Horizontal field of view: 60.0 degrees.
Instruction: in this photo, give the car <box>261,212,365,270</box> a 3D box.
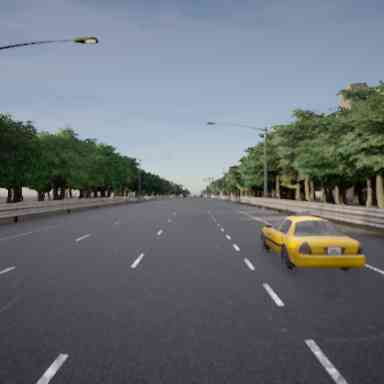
[{"bbox_3d":[3.524,1.417,10.807,1.801,1.575,5.366,0,0,0],"label":"car"}]
